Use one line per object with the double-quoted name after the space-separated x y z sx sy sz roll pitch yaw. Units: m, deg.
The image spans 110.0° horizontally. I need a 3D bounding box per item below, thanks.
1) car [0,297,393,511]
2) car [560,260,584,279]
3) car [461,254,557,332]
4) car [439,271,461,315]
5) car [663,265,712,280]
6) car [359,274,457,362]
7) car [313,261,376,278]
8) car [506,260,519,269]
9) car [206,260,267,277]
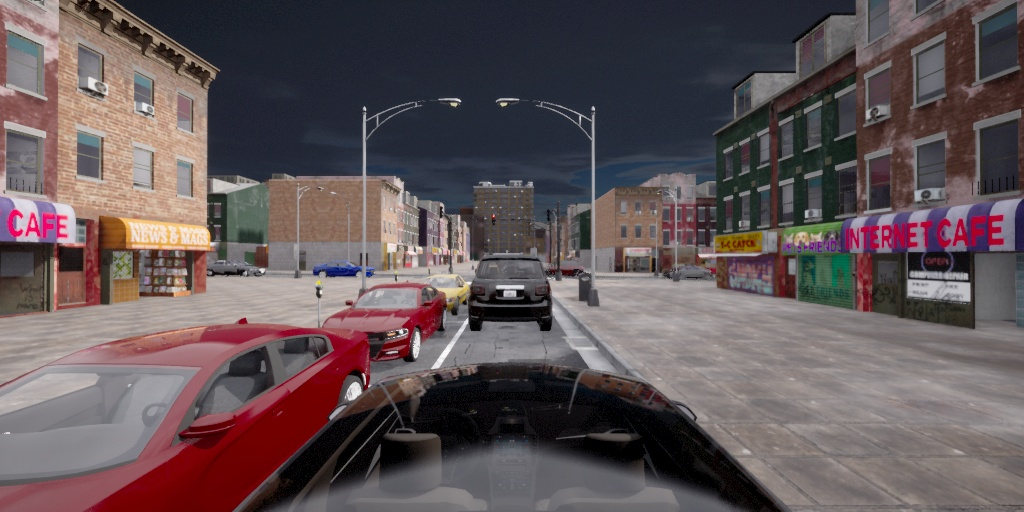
-2.636 1.295 2.741 1.888 1.381 4.507 0 0 0 "car"
4.707 1.202 34.542 4.553 1.767 2.097 1 0 11 "car"
-0.019 0.976 11.055 2.150 2.045 5.566 0 0 1 "car"
-2.626 1.283 13.559 1.751 1.417 4.829 0 0 0 "car"
16.549 1.562 33.909 4.181 1.385 1.994 1 0 0 "car"
-2.631 1.298 8.235 1.888 1.381 4.507 0 0 0 "car"
-14.357 1.156 30.828 5.008 1.535 1.882 0 0 -1 "car"
0.146 1.393 58.779 2.033 1.411 5.357 0 0 0 "car"
-23.856 1.102 30.792 4.902 1.511 2.128 0 0 0 "car"
